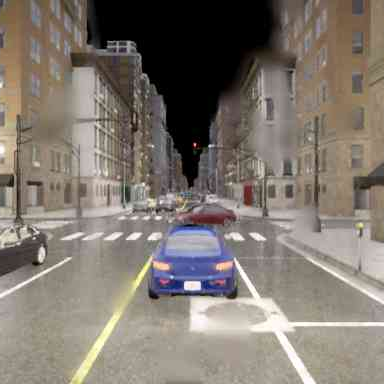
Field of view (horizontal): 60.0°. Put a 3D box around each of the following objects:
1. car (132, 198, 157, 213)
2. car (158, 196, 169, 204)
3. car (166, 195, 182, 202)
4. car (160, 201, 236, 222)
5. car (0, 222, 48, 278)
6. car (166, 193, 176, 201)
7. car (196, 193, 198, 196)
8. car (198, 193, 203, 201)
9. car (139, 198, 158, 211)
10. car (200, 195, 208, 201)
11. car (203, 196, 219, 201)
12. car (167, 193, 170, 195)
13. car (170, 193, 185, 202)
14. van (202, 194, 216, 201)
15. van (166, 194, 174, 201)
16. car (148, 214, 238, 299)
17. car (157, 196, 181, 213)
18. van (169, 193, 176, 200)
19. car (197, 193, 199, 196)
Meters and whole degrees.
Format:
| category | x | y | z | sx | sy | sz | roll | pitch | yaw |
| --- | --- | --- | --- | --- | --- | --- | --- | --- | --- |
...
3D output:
| category | x | y | z | sx | sy | sz | roll | pitch | yaw |
| --- | --- | --- | --- | --- | --- | --- | --- | --- | --- |
| car | -5.323 | 1.517 | 35.717 | 2.008 | 1.369 | 4.403 | 0 | 0 | 0 |
| car | -5.298 | 1.466 | 62.578 | 1.752 | 1.417 | 4.829 | 0 | 0 | 0 |
| car | -2.719 | 1.482 | 46.338 | 1.812 | 1.442 | 4.674 | 0 | 0 | 1 |
| car | 0.661 | 1.514 | 21.030 | 4.674 | 1.442 | 1.812 | 0 | 0 | -32 |
| car | -5.370 | 1.543 | 8.841 | 2.008 | 1.369 | 4.403 | 0 | 0 | 0 |
| car | -5.277 | 1.236 | 84.372 | 2.192 | 1.841 | 5.009 | 0 | 0 | 0 |
| car | 2.831 | 1.455 | 95.172 | 1.887 | 1.381 | 4.507 | 0 | 0 | 0 |
| car | 2.763 | 1.256 | 62.734 | 2.192 | 1.841 | 5.009 | 0 | 0 | 0 |
| car | -5.318 | 1.487 | 40.954 | 1.752 | 1.417 | 4.829 | 0 | 0 | 0 |
| car | 2.797 | 1.451 | 79.122 | 1.752 | 1.417 | 4.829 | 0 | 0 | 0 |
| car | 2.717 | 1.512 | 41.110 | 2.008 | 1.369 | 4.403 | 0 | 0 | 0 |
| car | -5.302 | 1.386 | 57.342 | 1.967 | 1.590 | 4.097 | 0 | 0 | 0 |
| car | -2.661 | 1.421 | 59.426 | 1.882 | 1.535 | 5.008 | 0 | 0 | 1 |
| van | 2.728 | 1.297 | 46.516 | 1.690 | 1.788 | 3.998 | 0 | 0 | 0 |
| van | -5.282 | 1.267 | 78.966 | 1.690 | 1.788 | 3.998 | 0 | 0 | 0 |
| car | 0.034 | 1.519 | 8.284 | 1.812 | 1.442 | 4.674 | 0 | 0 | 1 |
| car | -2.748 | 1.513 | 36.167 | 2.033 | 1.411 | 5.357 | 0 | 0 | 4 |
| van | -5.272 | 1.257 | 89.779 | 1.690 | 1.788 | 3.998 | 0 | 0 | 0 |
| car | 2.785 | 1.481 | 73.547 | 2.008 | 1.369 | 4.403 | 0 | 0 | 0 |
